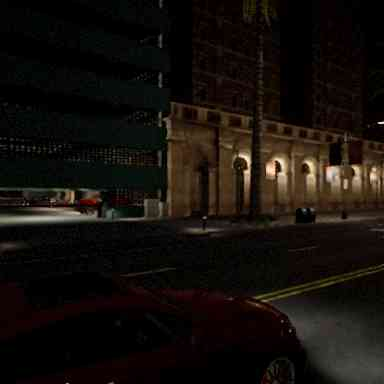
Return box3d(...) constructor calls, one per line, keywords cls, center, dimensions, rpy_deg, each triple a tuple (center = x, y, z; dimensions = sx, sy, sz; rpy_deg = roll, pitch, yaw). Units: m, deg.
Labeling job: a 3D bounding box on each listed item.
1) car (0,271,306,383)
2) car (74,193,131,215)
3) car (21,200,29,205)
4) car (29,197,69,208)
box3d(cls="car", center=(-0.921, 1.535, 3.163), dimensions=(4.674, 1.442, 1.812), rpy_deg=(1, 0, -35))
box3d(cls="car", center=(-8.566, 1.138, 32.613), dimensions=(5.566, 2.045, 2.435), rpy_deg=(1, 0, -36))
box3d(cls="car", center=(-26.466, 1.539, 56.815), dimensions=(4.786, 1.482, 2.161), rpy_deg=(1, 0, -36))
box3d(cls="car", center=(-20.036, 1.578, 47.150), dimensions=(4.718, 1.301, 1.895), rpy_deg=(1, 0, -36))
